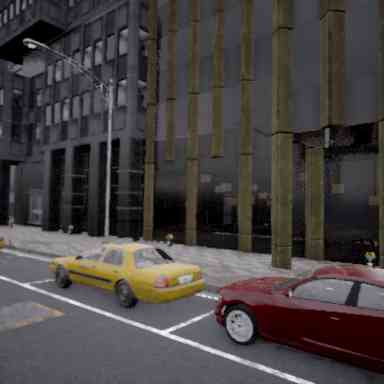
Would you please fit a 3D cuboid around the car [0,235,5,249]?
[{"bbox_3d":[-10.431,2.053,15.526,4.829,1.417,1.752,-1,-3,39],"label":"car"}]

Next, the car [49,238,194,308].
[{"bbox_3d":[-1.948,1.898,8.724,4.829,1.417,1.752,-1,-3,39],"label":"car"}]

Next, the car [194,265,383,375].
[{"bbox_3d":[2.427,1.838,5.216,4.507,1.381,1.887,-1,-3,39],"label":"car"}]
